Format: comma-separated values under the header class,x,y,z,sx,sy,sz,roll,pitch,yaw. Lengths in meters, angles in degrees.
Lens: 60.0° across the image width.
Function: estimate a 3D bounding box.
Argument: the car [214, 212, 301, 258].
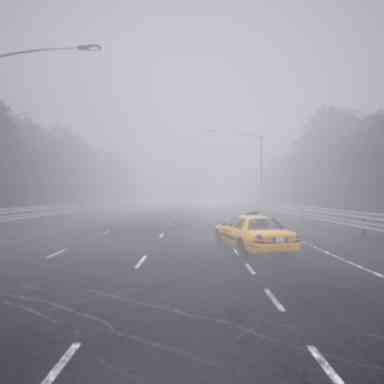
class,x,y,z,sx,sy,sz,roll,pitch,yaw
car,2.333,1.580,13.423,1.801,1.575,5.366,0,0,-13
